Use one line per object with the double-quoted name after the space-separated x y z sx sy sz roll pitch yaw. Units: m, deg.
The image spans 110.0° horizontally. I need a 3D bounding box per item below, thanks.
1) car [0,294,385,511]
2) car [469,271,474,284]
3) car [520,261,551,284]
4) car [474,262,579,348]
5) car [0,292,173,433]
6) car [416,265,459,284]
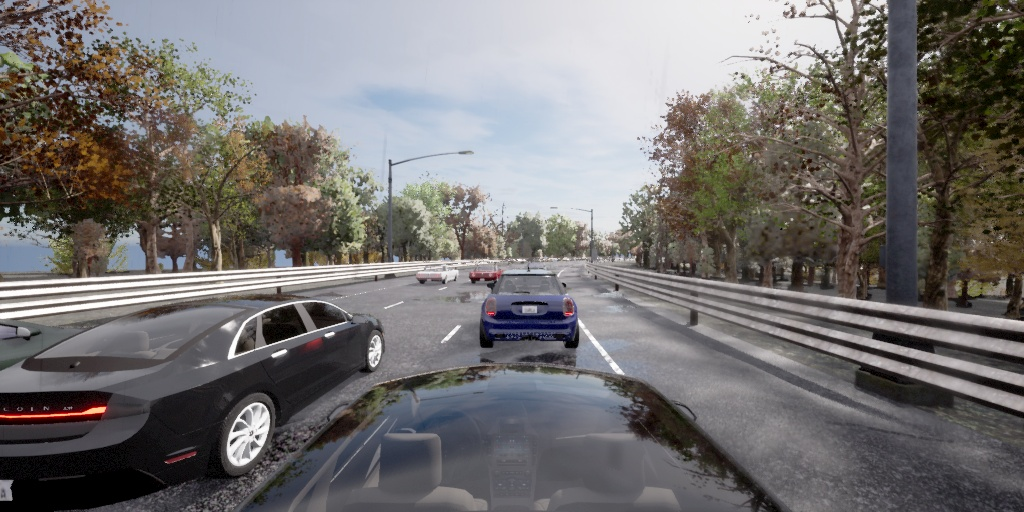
-3.286 1.252 4.722 1.837 1.490 4.892 0 0 1 "car"
-1.769 1.328 26.660 1.895 1.301 4.718 0 0 7 "car"
1.935 1.228 28.136 2.128 1.511 4.902 0 0 7 "car"
0.392 1.098 9.362 2.097 1.767 4.553 0 0 1 "car"
-6.803 1.311 4.020 1.994 1.385 4.181 0 0 1 "car"
-5.333 1.319 26.315 1.895 1.301 4.718 0 0 6 "car"
